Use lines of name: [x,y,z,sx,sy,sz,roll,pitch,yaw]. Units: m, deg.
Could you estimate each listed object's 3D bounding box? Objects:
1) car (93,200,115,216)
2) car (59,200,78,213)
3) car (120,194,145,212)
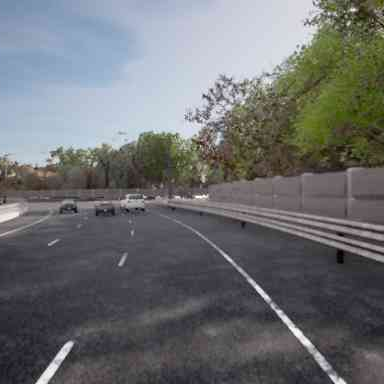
car: [-9.050,1.572,34.259,2.128,1.511,4.902,0,0,-18]
car: [-14.653,1.664,39.441,1.812,1.442,4.674,0,0,-22]
car: [-7.162,1.279,39.658,2.150,2.045,5.566,0,0,-21]
